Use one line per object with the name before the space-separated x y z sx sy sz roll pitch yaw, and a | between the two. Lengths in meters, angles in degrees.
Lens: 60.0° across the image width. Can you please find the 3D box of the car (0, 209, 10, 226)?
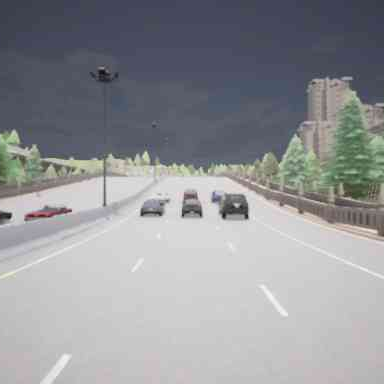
car | -10.619 1.507 14.934 2.097 1.767 4.553 0 0 0

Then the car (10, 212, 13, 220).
car | -14.067 1.726 22.162 1.895 1.301 4.718 0 1 0

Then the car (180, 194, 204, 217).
car | -0.007 1.299 29.736 1.837 1.490 4.892 0 3 0

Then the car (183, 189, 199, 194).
car | -0.146 0.296 42.325 1.882 1.535 5.008 0 6 0

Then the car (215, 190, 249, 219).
car | 3.501 1.077 28.491 2.150 2.045 5.566 0 3 0

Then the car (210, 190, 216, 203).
car | 3.354 0.433 41.449 1.812 1.442 4.674 0 6 0

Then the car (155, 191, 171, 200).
car | -3.653 0.526 41.241 1.895 1.301 4.718 0 6 0

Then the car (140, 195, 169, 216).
car | -3.513 1.326 30.309 1.994 1.385 4.181 0 3 0

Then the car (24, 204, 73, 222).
car | -10.636 1.601 24.985 1.895 1.301 4.718 0 2 0
